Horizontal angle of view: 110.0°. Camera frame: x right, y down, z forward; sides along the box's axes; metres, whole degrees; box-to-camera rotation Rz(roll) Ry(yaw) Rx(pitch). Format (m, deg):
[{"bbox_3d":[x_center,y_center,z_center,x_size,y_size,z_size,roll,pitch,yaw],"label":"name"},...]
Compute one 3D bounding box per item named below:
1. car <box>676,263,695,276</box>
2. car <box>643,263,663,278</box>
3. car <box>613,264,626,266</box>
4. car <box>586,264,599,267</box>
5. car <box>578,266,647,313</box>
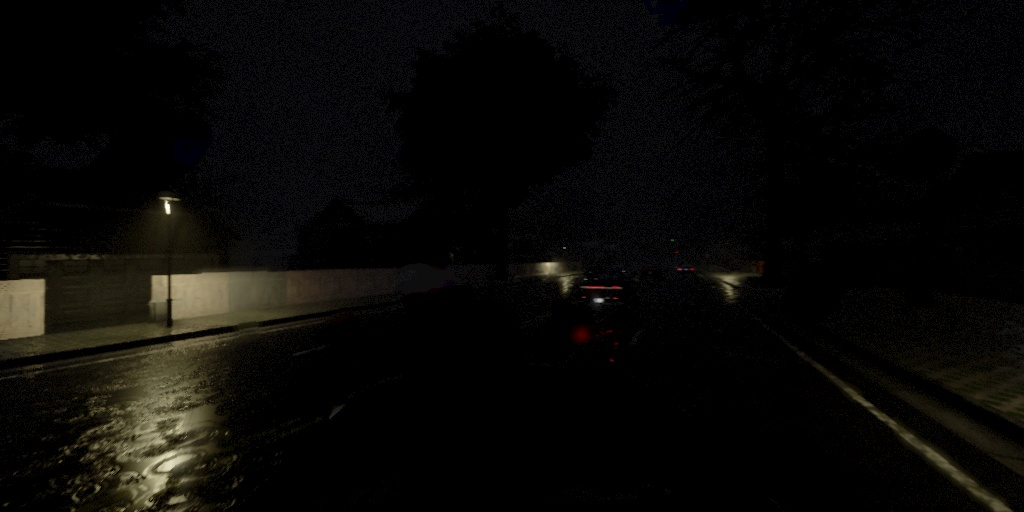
[{"bbox_3d":[20.232,1.532,41.794,2.033,1.411,5.357,-1,-1,25],"label":"car"},{"bbox_3d":[14.508,1.471,37.192,1.882,1.535,5.008,-1,-1,25],"label":"car"},{"bbox_3d":[11.922,1.578,39.802,1.812,1.442,4.674,-1,-1,25],"label":"car"},{"bbox_3d":[9.868,1.677,43.086,1.994,1.385,4.181,-1,-1,25],"label":"car"},{"bbox_3d":[4.074,1.341,14.734,2.128,1.511,4.902,-1,-1,25],"label":"car"}]
